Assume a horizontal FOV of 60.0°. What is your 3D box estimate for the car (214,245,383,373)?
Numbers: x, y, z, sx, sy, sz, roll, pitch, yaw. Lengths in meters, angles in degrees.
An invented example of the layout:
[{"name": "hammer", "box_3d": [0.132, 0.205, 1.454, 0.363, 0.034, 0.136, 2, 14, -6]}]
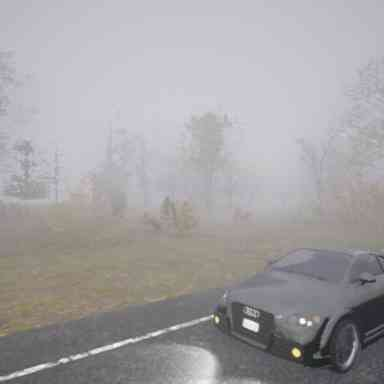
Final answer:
[{"name": "car", "box_3d": [2.382, 1.689, 5.867, 4.181, 1.385, 1.994, 1, -2, -38]}]
